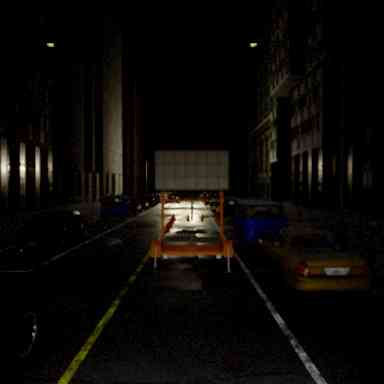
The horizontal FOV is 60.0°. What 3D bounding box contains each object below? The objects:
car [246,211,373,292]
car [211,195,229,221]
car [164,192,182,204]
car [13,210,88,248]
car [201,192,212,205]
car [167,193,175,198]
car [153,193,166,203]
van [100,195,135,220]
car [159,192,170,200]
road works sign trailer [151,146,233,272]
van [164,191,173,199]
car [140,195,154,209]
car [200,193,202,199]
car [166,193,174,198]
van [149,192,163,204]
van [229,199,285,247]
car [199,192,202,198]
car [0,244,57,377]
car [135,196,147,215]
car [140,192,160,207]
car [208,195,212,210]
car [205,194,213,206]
[{"bbox_3d":[2.761,1.458,8.647,1.752,1.417,4.829,0,0,0],"label":"car"},{"bbox_3d":[2.764,1.248,25.385,1.967,1.590,4.097,0,0,0],"label":"car"},{"bbox_3d":[-3.008,0.953,53.046,2.097,1.767,4.553,0,1,0],"label":"car"},{"bbox_3d":[-5.763,1.458,14.103,1.947,1.339,4.313,0,0,0],"label":"car"},{"bbox_3d":[2.768,1.080,47.929,1.967,1.590,4.097,0,0,0],"label":"car"},{"bbox_3d":[-5.748,0.859,93.014,2.008,1.369,4.403,0,0,0],"label":"car"},{"bbox_3d":[-5.754,0.996,59.195,1.967,1.590,4.097,0,0,0],"label":"car"},{"bbox_3d":[-5.761,1.149,25.374,1.690,1.788,3.998,0,0,0],"label":"van"},{"bbox_3d":[-5.752,0.913,70.468,1.967,1.590,4.097,0,0,0],"label":"car"},{"bbox_3d":[0.002,0.384,10.422,2.380,3.560,2.880,0,0,0],"label":"road works sign trailer"},{"bbox_3d":[-5.750,0.731,81.740,1.690,1.788,3.998,0,0,0],"label":"van"},{"bbox_3d":[-5.758,1.290,36.649,1.947,1.339,4.313,0,0,0],"label":"car"},{"bbox_3d":[2.770,1.164,53.567,1.947,1.339,4.313,0,0,0],"label":"car"},{"bbox_3d":[-5.749,0.875,87.208,1.752,1.417,4.829,0,0,0],"label":"car"},{"bbox_3d":[-5.756,0.939,53.557,1.690,1.788,3.998,0,0,0],"label":"van"},{"bbox_3d":[2.762,1.233,14.112,1.690,1.788,3.998,0,0,0],"label":"van"},{"bbox_3d":[2.770,0.871,59.201,2.192,1.841,5.009,0,0,0],"label":"car"},{"bbox_3d":[-3.100,1.540,2.991,1.994,1.385,4.181,0,0,0],"label":"car"},{"bbox_3d":[-5.759,1.332,31.012,1.947,1.339,4.313,0,0,0],"label":"car"},{"bbox_3d":[-5.758,0.997,42.283,2.192,1.841,5.009,0,0,0],"label":"car"},{"bbox_3d":[2.766,1.290,31.192,1.752,1.417,4.829,0,0,0],"label":"car"},{"bbox_3d":[2.767,1.275,36.658,2.008,1.369,4.403,0,0,0],"label":"car"}]
